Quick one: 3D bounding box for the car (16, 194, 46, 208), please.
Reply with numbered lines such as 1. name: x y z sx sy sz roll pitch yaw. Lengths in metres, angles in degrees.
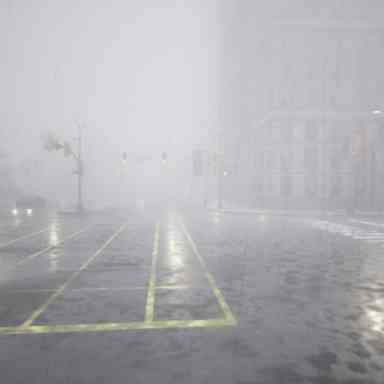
1. car: -18.827 1.019 39.078 1.882 1.535 5.008 0 1 -3
